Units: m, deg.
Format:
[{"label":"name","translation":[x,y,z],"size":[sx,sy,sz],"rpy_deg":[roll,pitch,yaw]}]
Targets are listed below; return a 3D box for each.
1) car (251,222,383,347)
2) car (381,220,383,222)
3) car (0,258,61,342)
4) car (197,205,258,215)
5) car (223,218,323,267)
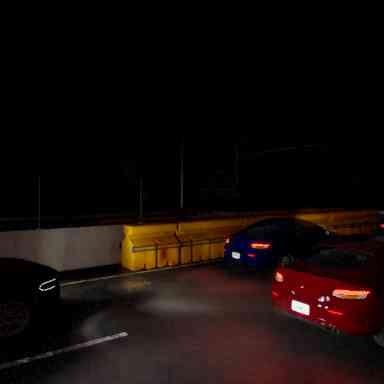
[{"label":"car","translation":[3.451,1.526,6.217],"size":[4.674,1.442,1.812],"rpy_deg":[0,0,-36]},{"label":"car","translation":[10.853,1.547,15.784],"size":[5.357,1.411,2.033],"rpy_deg":[0,0,-36]},{"label":"car","translation":[-4.560,1.478,4.792],"size":[5.008,1.535,1.882],"rpy_deg":[0,0,-35]},{"label":"car","translation":[2.618,1.601,23.063],"size":[4.718,1.301,1.895],"rpy_deg":[0,0,-36]},{"label":"car","translation":[3.052,1.526,10.226],"size":[4.674,1.442,1.812],"rpy_deg":[0,0,-35]}]
